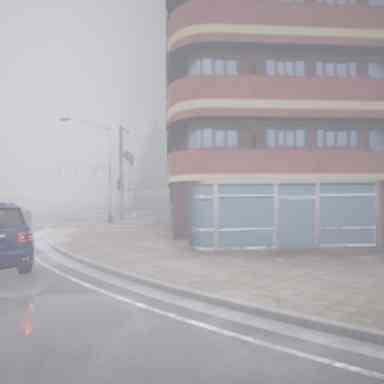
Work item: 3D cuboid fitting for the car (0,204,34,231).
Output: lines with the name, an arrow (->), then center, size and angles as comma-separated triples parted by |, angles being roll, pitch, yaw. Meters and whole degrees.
car -> -12.626, 1.709, 23.229 | 1.882, 1.535, 5.008 | 0, 0, -13

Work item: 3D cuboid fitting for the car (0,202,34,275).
car -> -6.417, 1.333, 10.091 | 2.150, 2.045, 5.566 | 0, 0, -37

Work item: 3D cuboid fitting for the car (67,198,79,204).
car -> -28.962, 2.215, 80.834 | 2.128, 1.511, 4.902 | 0, 0, -5

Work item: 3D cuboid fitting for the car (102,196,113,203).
car -> -22.650, 2.031, 88.673 | 2.097, 1.767, 4.553 | 0, 0, -5

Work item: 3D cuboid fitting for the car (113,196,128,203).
car -> -19.166, 2.189, 89.020 | 2.033, 1.411, 5.357 | 0, 0, -5
